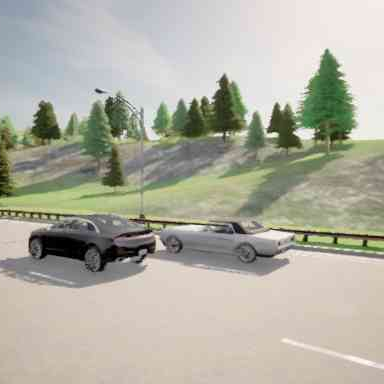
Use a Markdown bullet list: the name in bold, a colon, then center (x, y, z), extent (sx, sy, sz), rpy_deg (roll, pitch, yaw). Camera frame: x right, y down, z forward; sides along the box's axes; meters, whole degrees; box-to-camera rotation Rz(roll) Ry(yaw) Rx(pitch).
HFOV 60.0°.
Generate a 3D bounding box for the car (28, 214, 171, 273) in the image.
- **car**: center (-3.343, 1.464, 10.679), extent (4.902, 1.511, 2.128), rpy_deg (0, 0, 35)

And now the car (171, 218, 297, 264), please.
- **car**: center (1.087, 1.583, 11.813), extent (4.718, 1.301, 1.895), rpy_deg (0, 0, 36)
